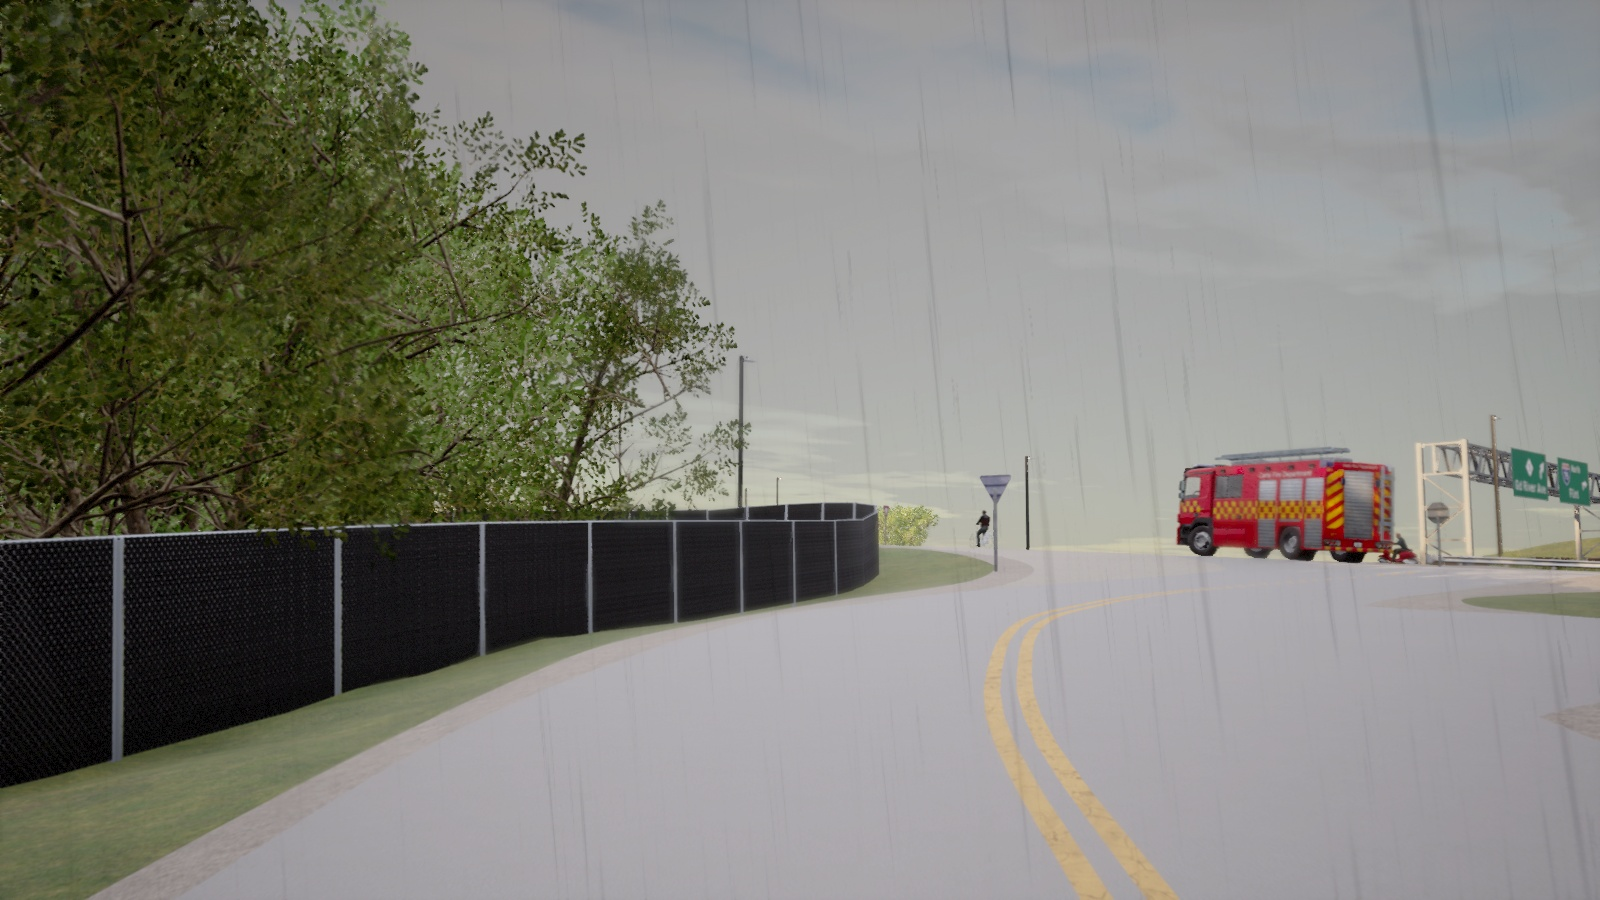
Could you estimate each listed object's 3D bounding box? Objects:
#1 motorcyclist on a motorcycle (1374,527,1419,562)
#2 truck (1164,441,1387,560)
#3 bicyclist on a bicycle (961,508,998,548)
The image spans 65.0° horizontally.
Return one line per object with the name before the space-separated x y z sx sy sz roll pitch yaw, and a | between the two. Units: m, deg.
motorcyclist on a motorcycle | 28.297 4.508 59.609 1.817 1.590 0.866 0 -6 17
truck | 17.009 1.928 45.696 2.891 3.827 8.468 3 -4 -18
bicyclist on a bicycle | 8.119 3.535 56.881 0.659 1.776 1.843 6 -6 -26
